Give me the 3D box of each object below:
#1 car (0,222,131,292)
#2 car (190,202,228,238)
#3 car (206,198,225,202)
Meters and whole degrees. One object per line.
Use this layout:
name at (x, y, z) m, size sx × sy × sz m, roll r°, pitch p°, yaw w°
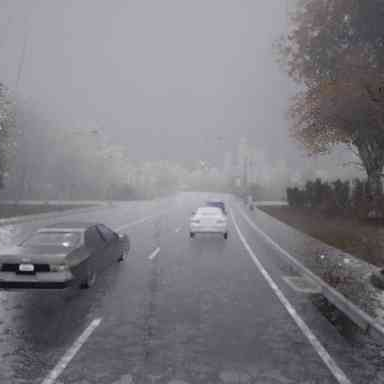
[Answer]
car at (-3.120, 1.525, 9.017) m, size 2.033 × 1.411 × 5.357 m, roll 0°, pitch 0°, yaw 3°
car at (0.914, 1.488, 17.394) m, size 1.812 × 1.442 × 4.674 m, roll 0°, pitch 0°, yaw 4°
car at (2.463, 1.336, 35.054) m, size 1.882 × 1.535 × 5.008 m, roll 0°, pitch 0°, yaw 5°
